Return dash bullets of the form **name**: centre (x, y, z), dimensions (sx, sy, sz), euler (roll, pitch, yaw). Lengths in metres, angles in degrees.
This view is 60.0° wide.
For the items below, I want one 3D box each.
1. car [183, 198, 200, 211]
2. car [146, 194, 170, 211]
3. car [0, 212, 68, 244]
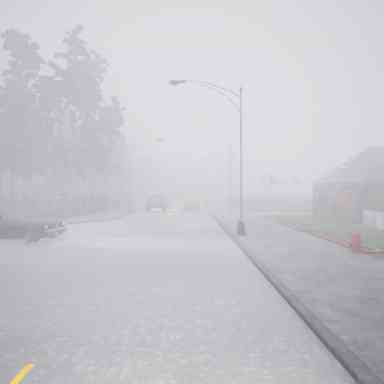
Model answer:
- **car**: centre (-0.037, 1.474, 40.375), dimensions (1.882, 1.535, 5.008), euler (0, 0, 0)
- **car**: centre (-4.253, 1.218, 40.298), dimensions (2.150, 2.045, 5.566), euler (0, 0, 0)
- **car**: centre (-8.358, 1.600, 15.537), dimensions (4.718, 1.301, 1.895), euler (0, 0, 9)
